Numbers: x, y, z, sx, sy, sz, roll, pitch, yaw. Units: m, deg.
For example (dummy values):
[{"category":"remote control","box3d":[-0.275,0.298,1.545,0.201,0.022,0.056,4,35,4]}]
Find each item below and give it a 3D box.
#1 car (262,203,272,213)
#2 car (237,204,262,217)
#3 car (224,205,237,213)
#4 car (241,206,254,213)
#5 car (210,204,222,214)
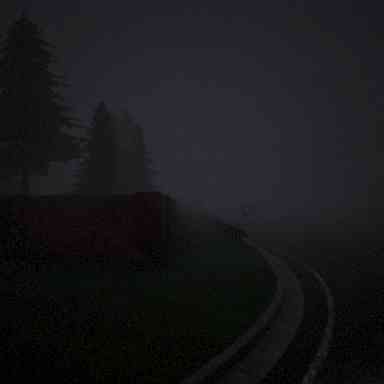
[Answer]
[{"category":"car","box3d":[15.498,3.475,71.145,2.150,2.045,5.566,0,-2,-1]},{"category":"car","box3d":[8.886,2.889,52.046,2.150,2.045,5.566,0,-2,-1]},{"category":"car","box3d":[8.502,3.850,71.048,2.033,1.411,5.357,0,-2,-1]},{"category":"car","box3d":[11.987,3.828,71.814,1.812,1.442,4.674,0,-2,-1]},{"category":"car","box3d":[5.018,3.668,70.187,2.097,1.767,4.553,0,-2,-1]}]
